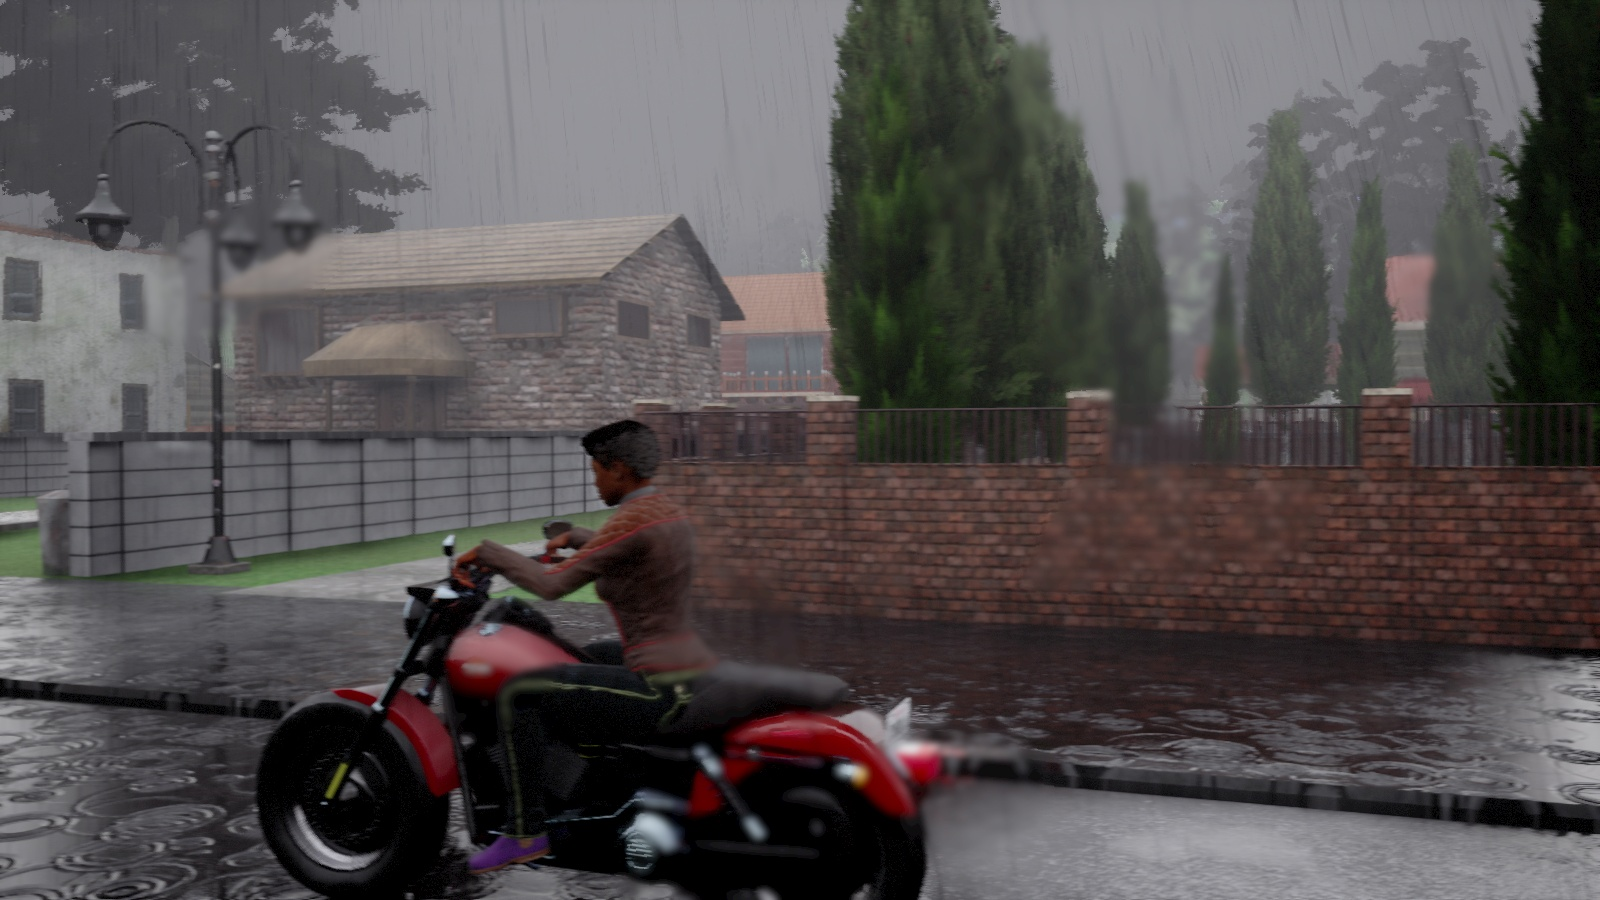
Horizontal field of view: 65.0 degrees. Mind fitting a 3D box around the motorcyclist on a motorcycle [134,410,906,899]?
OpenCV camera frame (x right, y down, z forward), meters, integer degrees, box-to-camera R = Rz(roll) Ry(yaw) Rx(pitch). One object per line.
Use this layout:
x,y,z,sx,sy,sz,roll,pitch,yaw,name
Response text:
-0.898,0.709,4.023,2.350,1.649,0.766,0,1,19,motorcyclist on a motorcycle
